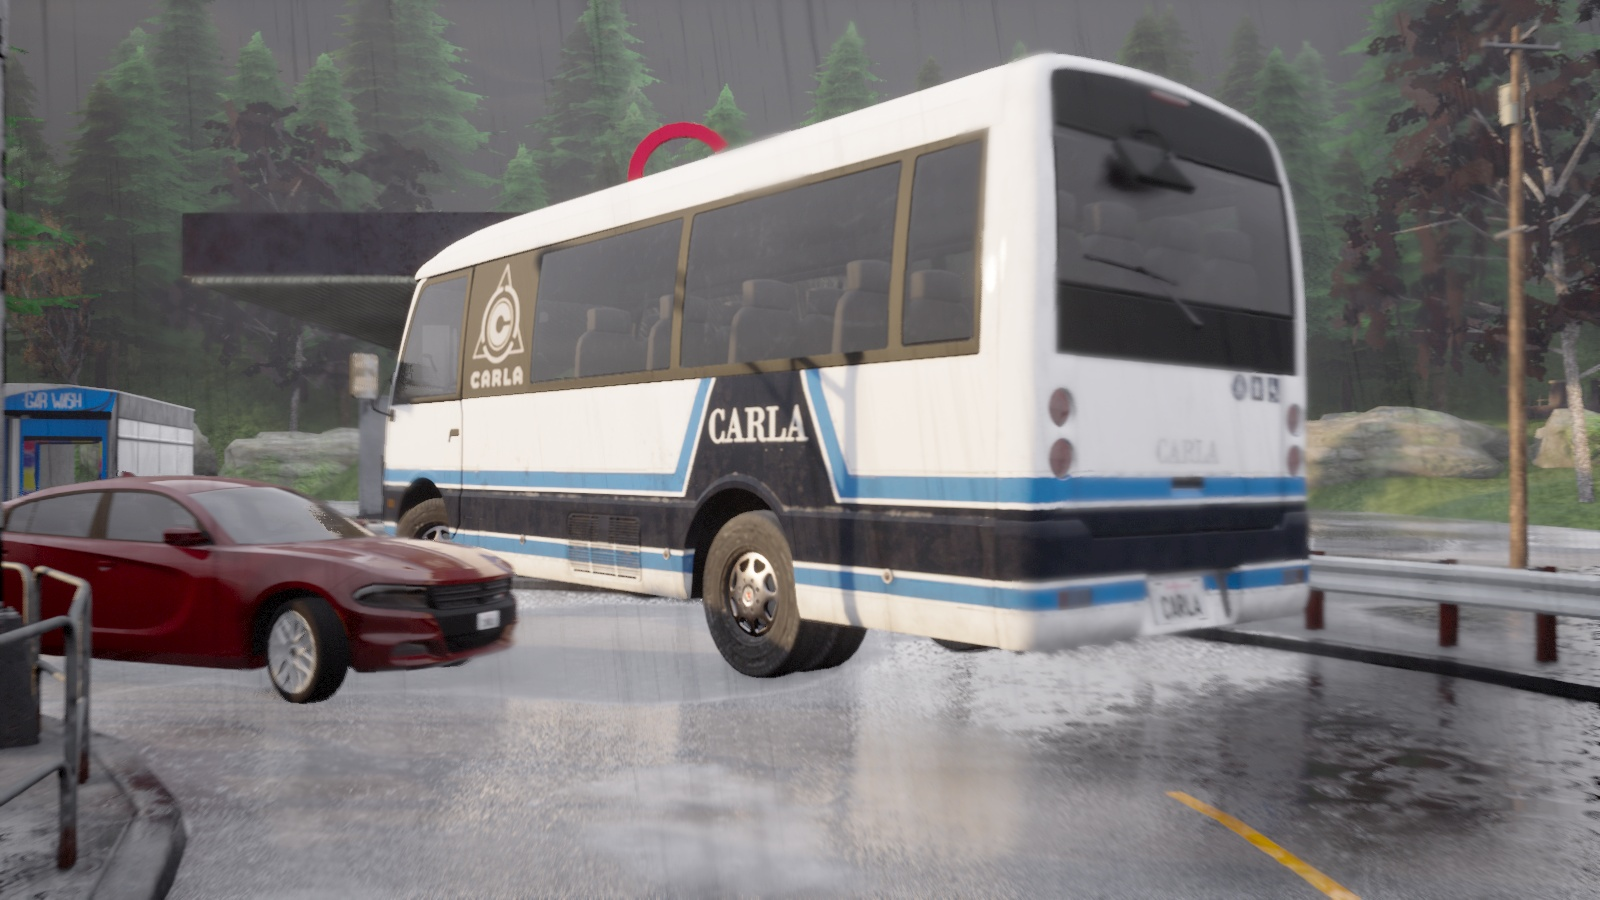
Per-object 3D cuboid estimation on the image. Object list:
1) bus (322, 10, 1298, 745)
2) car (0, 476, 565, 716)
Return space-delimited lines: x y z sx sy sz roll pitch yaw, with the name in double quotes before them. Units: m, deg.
"bus" -0.946 -0.353 12.461 3.944 4.253 10.273 0 -1 -40
"car" -4.514 0.977 9.766 5.008 1.535 1.882 -1 -1 19
